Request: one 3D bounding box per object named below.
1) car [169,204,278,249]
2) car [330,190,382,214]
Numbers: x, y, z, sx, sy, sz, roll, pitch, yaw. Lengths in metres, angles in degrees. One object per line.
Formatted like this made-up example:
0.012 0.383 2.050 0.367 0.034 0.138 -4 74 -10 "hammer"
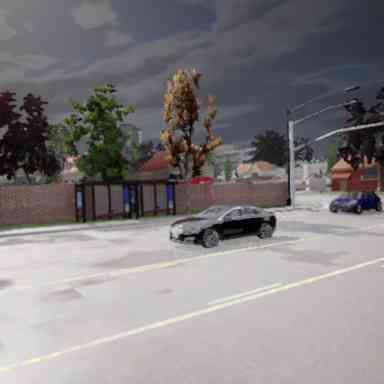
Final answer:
1.389 1.281 13.554 4.902 1.511 2.128 -2 1 -35 "car"
12.691 0.675 25.765 4.553 1.767 2.097 -2 1 -35 "car"
